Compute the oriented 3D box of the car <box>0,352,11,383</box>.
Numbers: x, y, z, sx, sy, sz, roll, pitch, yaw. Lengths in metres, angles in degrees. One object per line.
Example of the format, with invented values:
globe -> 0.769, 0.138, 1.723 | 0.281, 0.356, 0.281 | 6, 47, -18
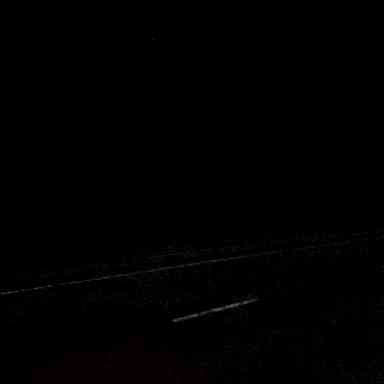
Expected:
car -> -3.549, 1.491, 1.410 | 4.902, 1.511, 2.128 | 0, 0, -35
